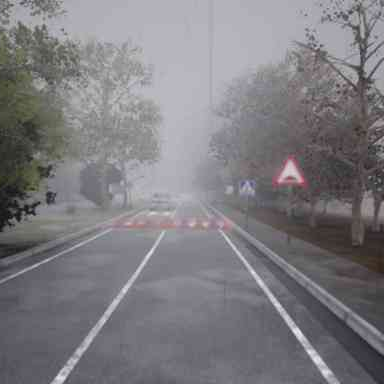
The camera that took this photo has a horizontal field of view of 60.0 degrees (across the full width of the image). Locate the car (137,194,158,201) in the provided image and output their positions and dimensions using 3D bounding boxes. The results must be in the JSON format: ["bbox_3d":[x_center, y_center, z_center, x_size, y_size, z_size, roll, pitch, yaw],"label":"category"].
[{"bbox_3d":[-11.041,1.383,83.518,5.008,1.535,2.097,0,-1,-1],"label":"car"}]

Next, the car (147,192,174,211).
[{"bbox_3d":[-3.527,1.037,38.193,2.150,2.045,5.566,0,1,-1],"label":"car"}]

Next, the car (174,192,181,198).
[{"bbox_3d":[-3.905,0.803,79.473,2.150,2.045,5.566,0,-1,-1],"label":"car"}]

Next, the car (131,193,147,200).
[{"bbox_3d":[-10.788,1.272,77.980,5.366,1.575,1.946,0,-1,-1],"label":"car"}]

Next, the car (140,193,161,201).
[{"bbox_3d":[-11.066,1.269,89.071,5.566,2.045,2.435,0,-2,-1],"label":"car"}]

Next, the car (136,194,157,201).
[{"bbox_3d":[-11.010,1.326,80.746,4.892,1.521,2.231,0,-1,-1],"label":"car"}]

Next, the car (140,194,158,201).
[{"bbox_3d":[-11.096,1.324,86.296,4.553,1.767,2.185,0,-2,-1],"label":"car"}]
